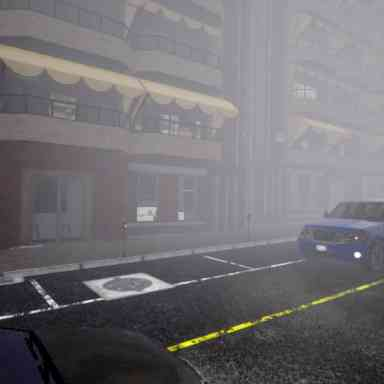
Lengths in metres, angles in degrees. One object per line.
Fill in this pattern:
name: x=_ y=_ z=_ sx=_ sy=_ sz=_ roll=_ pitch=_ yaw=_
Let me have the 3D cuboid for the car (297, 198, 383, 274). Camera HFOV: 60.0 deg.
car: x=5.897 y=1.228 z=10.989 sx=5.566 sy=2.045 sz=2.150 roll=0 pitch=0 yaw=-36

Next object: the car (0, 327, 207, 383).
car: x=-1.756 y=1.564 z=1.905 sx=4.181 sy=1.385 sz=1.994 roll=0 pitch=0 yaw=-35
